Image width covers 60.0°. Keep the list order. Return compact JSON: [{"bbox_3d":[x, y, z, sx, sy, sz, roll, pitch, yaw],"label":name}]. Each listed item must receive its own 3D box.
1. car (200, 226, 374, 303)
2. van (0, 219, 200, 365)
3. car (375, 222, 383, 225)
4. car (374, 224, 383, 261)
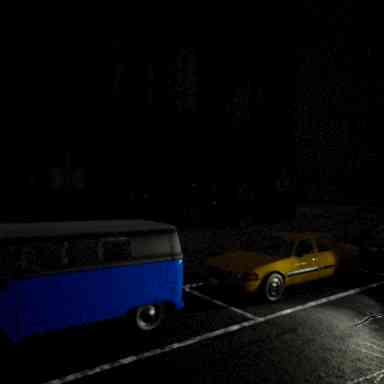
[{"bbox_3d":[2.417,1.599,8.374,4.829,1.417,1.752,1,-1,-35],"label":"car"},{"bbox_3d":[-2.033,1.355,5.202,3.998,1.788,1.690,1,-1,-35],"label":"van"},{"bbox_3d":[7.144,1.719,11.744,4.206,1.307,1.802,1,-1,-35],"label":"car"},{"bbox_3d":[6.607,1.586,8.086,5.008,1.535,1.882,1,0,-35],"label":"car"}]
